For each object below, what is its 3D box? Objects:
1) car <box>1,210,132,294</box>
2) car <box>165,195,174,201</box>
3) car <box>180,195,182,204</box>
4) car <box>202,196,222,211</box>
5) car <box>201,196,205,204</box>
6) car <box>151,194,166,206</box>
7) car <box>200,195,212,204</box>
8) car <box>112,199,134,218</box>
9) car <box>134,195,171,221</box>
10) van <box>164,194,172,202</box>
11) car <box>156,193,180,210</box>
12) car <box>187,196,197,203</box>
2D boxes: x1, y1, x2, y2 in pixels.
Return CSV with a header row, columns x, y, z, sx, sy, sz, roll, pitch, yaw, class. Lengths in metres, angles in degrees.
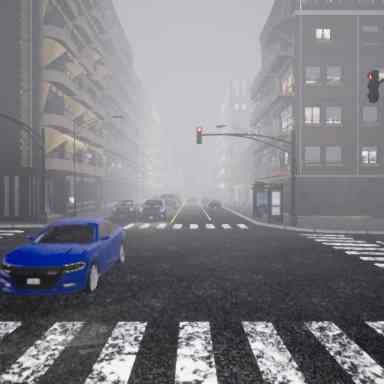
x,y,z,sx,sy,sz,roll,pitch,yaw,class
-3.106,1.476,9.014,1.882,1.535,5.008,0,0,0,car
-5.761,1.546,85.548,2.008,1.369,4.403,0,0,0,car
-3.067,1.224,62.456,2.150,2.045,5.566,0,0,0,car
2.655,1.548,40.440,2.008,1.369,4.403,0,0,0,car
2.651,1.542,46.078,1.887,1.381,4.507,0,0,0,car
-5.740,1.312,57.354,2.192,1.841,5.009,0,0,0,car
2.637,1.437,62.995,1.967,1.590,4.097,0,0,0,car
-5.717,1.438,29.161,1.967,1.590,4.097,0,0,0,car
-3.090,1.350,27.056,2.097,1.767,4.553,0,0,-1,car
-5.757,1.337,79.910,1.690,1.788,3.998,0,0,0,van
-3.133,1.221,43.625,2.150,2.045,5.566,0,0,0,car
0.043,1.561,69.663,1.994,1.385,4.181,0,0,0,car
